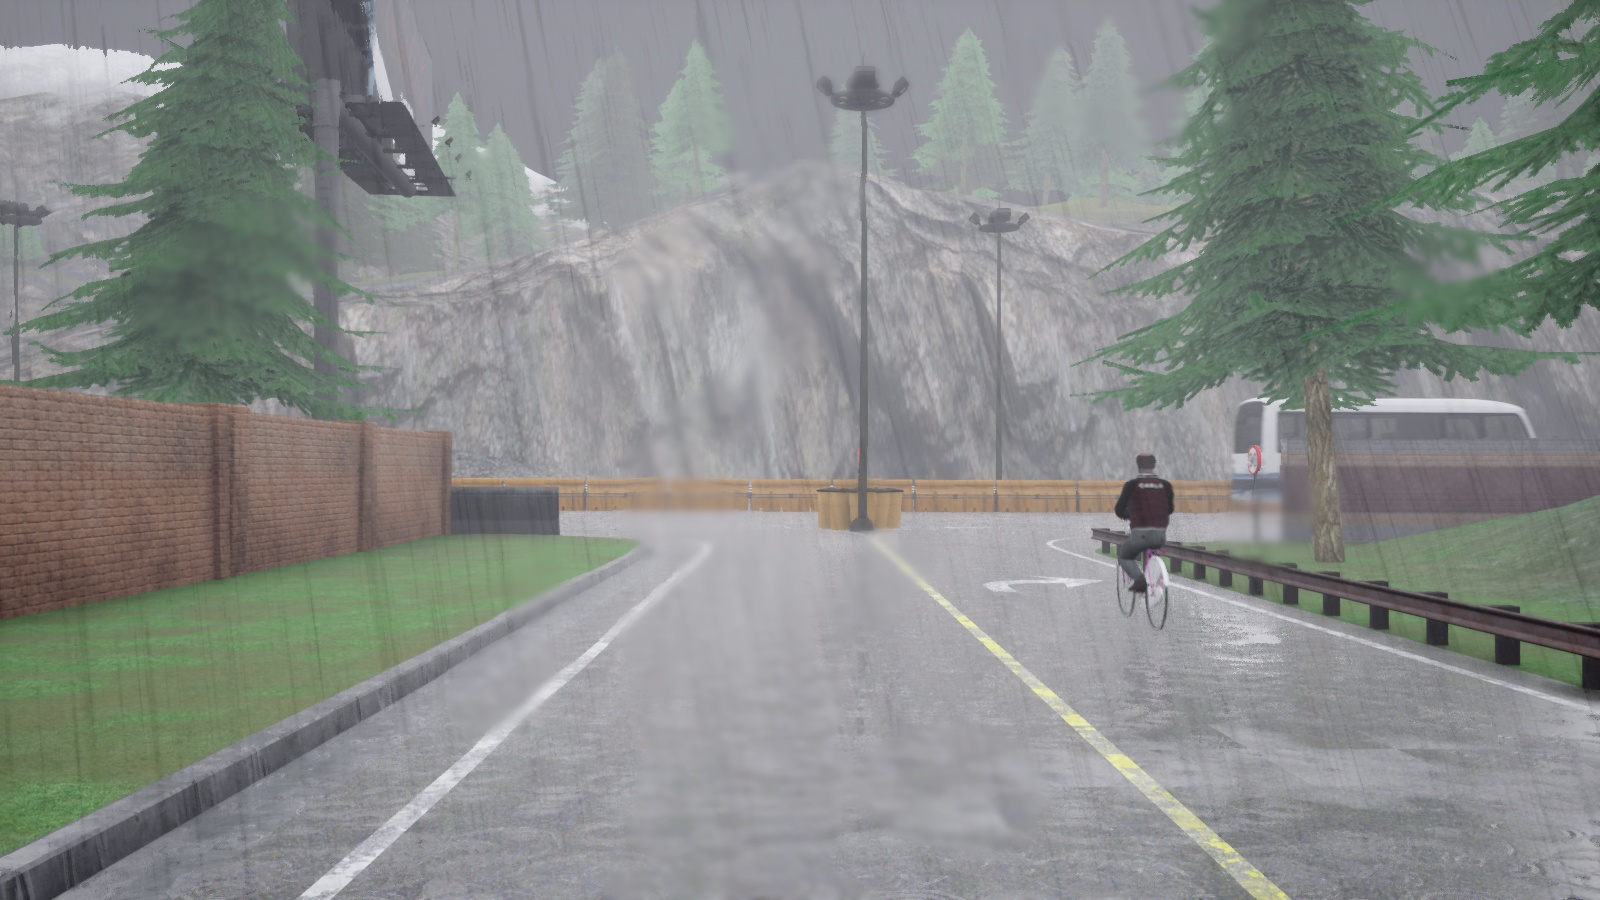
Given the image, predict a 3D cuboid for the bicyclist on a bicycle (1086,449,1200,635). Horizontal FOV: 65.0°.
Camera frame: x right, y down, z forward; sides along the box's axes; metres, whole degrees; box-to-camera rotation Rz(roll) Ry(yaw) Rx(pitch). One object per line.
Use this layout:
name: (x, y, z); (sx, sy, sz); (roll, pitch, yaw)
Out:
bicyclist on a bicycle: (3.483, 0.887, 12.905); (0.659, 1.776, 1.843); (0, -1, 0)

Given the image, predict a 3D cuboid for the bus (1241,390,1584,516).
bus: (21.560, 0.120, 44.727); (10.273, 4.253, 3.944); (0, -1, -1)
